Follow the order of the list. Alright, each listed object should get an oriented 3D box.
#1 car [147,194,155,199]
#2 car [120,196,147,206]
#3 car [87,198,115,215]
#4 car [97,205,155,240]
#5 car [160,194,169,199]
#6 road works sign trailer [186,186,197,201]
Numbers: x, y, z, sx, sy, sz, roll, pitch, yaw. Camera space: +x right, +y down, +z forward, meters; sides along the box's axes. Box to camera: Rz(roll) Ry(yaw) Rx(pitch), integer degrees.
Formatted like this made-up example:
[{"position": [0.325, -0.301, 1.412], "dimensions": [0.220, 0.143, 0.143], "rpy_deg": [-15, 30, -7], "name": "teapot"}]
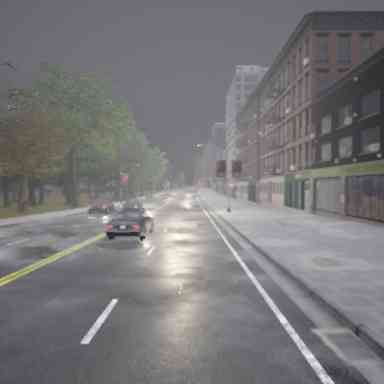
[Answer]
[{"position": [-9.764, 1.226, 78.354], "dimensions": [1.837, 1.490, 4.892], "rpy_deg": [0, 1, 0], "name": "car"}, {"position": [-6.588, 1.516, 36.372], "dimensions": [2.097, 1.767, 4.553], "rpy_deg": [0, 0, 0], "name": "car"}, {"position": [-9.838, 1.516, 36.369], "dimensions": [2.097, 1.767, 4.553], "rpy_deg": [0, 0, 0], "name": "car"}, {"position": [-3.152, 1.650, 17.678], "dimensions": [2.033, 1.411, 5.357], "rpy_deg": [0, 0, 0], "name": "car"}, {"position": [-6.514, 1.081, 78.383], "dimensions": [2.097, 1.767, 4.553], "rpy_deg": [0, 1, 0], "name": "car"}, {"position": [-0.015, 0.328, 82.879], "dimensions": [2.380, 3.560, 2.880], "rpy_deg": [0, 1, 0], "name": "road works sign trailer"}]
